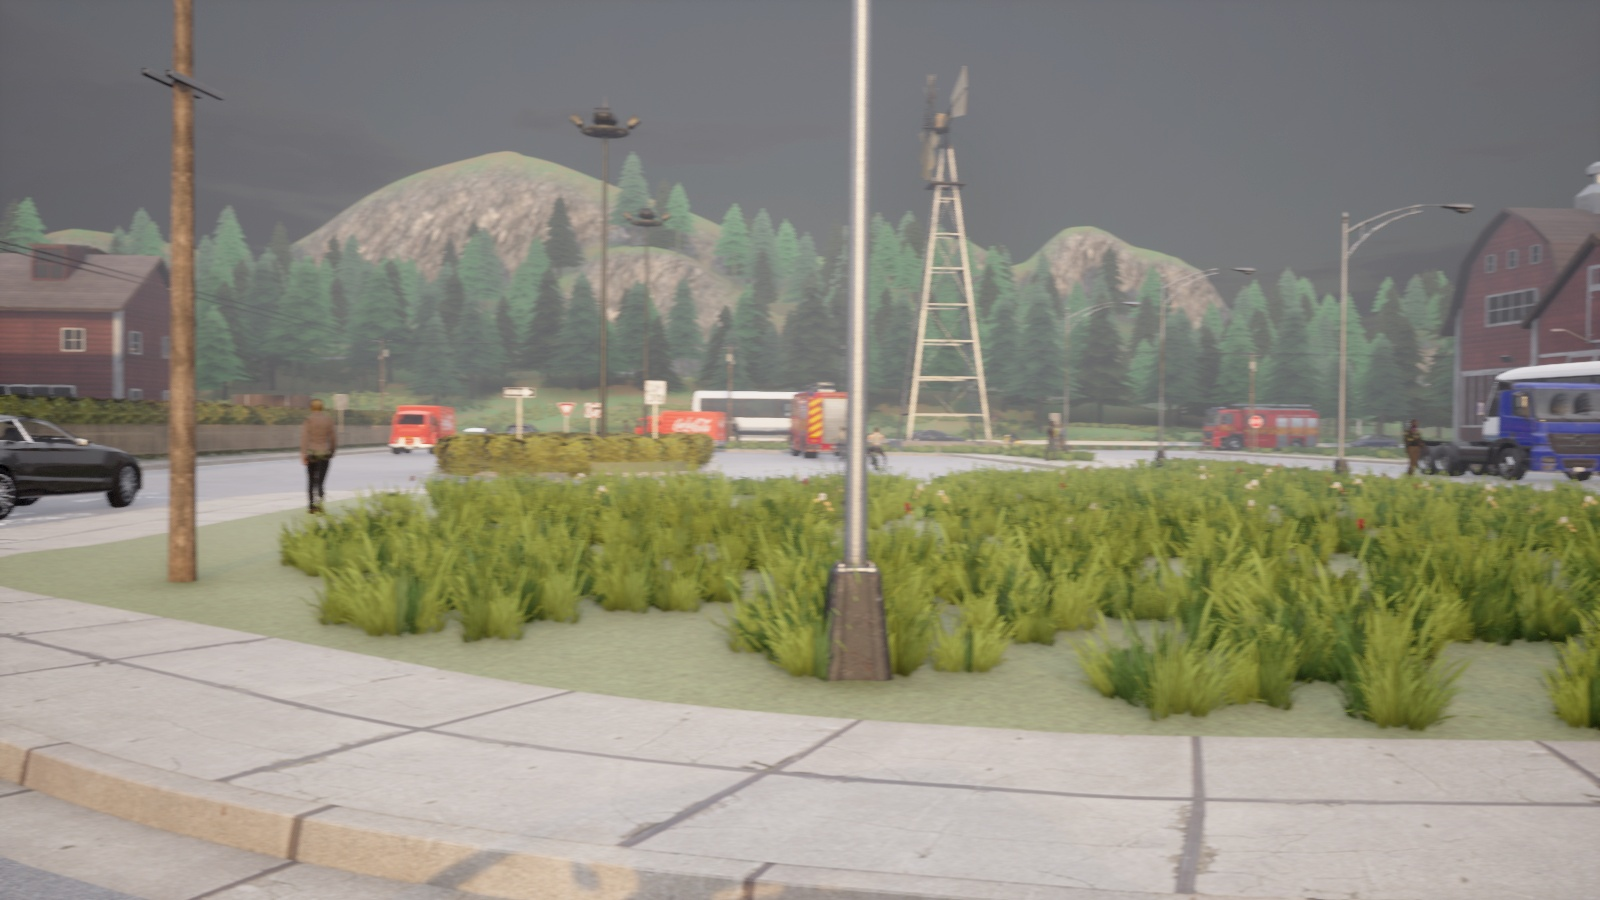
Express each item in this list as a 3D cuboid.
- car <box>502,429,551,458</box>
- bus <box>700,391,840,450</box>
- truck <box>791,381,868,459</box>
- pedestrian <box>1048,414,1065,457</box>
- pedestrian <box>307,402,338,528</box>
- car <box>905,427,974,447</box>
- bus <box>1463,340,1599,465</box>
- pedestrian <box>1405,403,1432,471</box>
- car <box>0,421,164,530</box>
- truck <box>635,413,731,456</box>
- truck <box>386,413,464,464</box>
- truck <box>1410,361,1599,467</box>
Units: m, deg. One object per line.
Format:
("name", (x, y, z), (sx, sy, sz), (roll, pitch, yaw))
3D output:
("car", (-16.079, -0.395, 74.107), (2.033, 1.649, 4.856), (-1, 1, -3))
("bus", (-2.281, -2.217, 94.659), (10.273, 4.253, 3.944), (-1, 1, -3))
("truck", (1.435, -1.543, 66.251), (2.891, 3.827, 8.468), (-1, 1, -7))
("pedestrian", (11.618, -0.668, 56.926), (0.402, 1.930, 0.666), (-1, 1, -28))
("pedestrian", (-7.154, 0.211, 18.797), (0.331, 1.846, 0.634), (-1, 1, -28))
("car", (10.570, -0.989, 95.340), (4.892, 1.490, 1.837), (-1, 1, -3))
("bus", (28.950, -1.689, 45.413), (3.944, 4.253, 10.273), (-1, 1, -4))
("pedestrian", (17.688, -0.366, 35.923), (0.395, 1.930, 0.692), (-1, 1, -5))
("car", (-13.111, 0.361, 20.972), (2.152, 1.651, 5.027), (-1, 1, 4))
("truck", (-6.937, -0.925, 74.842), (5.204, 2.467, 2.627), (0, 1, 10))
("truck", (-19.014, -0.600, 63.942), (2.627, 2.467, 5.204), (-1, 1, -3))
("truck", (25.470, -1.250, 45.072), (2.891, 3.462, 7.936), (-1, 1, -4))
